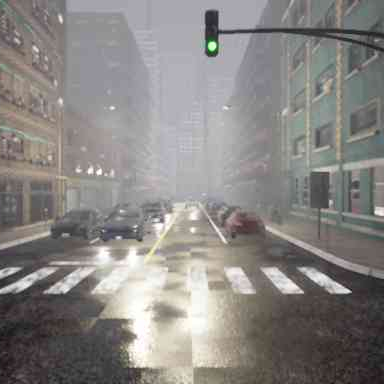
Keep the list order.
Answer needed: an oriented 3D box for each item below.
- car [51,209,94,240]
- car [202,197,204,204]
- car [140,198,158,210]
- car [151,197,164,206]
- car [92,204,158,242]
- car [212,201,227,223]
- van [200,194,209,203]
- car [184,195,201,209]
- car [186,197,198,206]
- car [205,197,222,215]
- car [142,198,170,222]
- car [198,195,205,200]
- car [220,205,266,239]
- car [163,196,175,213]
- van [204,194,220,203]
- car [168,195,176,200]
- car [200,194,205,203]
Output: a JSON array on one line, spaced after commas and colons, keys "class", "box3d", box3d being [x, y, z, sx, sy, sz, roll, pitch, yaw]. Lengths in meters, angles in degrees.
[{"class": "car", "box3d": [-5.700, 1.567, 17.182, 1.947, 1.339, 4.313, 0, 0, 0]}, {"class": "car", "box3d": [2.678, 1.579, 44.789, 1.947, 1.339, 4.313, 0, 0, 0]}, {"class": "car", "box3d": [-5.704, 1.557, 44.800, 1.887, 1.381, 4.507, 0, 0, 0]}, {"class": "car", "box3d": [-5.705, 1.601, 55.847, 1.802, 1.307, 4.206, 0, 0, 0]}, {"class": "car", "box3d": [-3.104, 1.549, 16.690, 2.033, 1.411, 5.357, 0, 0, 0]}, {"class": "car", "box3d": [2.681, 1.569, 22.695, 1.947, 1.339, 4.313, 0, 0, 0]}, {"class": "van", "box3d": [2.672, 1.373, 72.406, 1.690, 1.788, 3.998, -1, 0, 0]}, {"class": "car", "box3d": [-0.007, 1.540, 46.627, 1.812, 1.442, 4.674, 0, 0, 0]}, {"class": "car", "box3d": [-0.008, 1.621, 56.663, 1.895, 1.301, 4.718, 0, 0, 0]}, {"class": "car", "box3d": [2.679, 1.552, 33.742, 1.887, 1.381, 4.507, 0, 0, 0]}, {"class": "car", "box3d": [-3.102, 1.509, 26.809, 1.837, 1.490, 4.892, 0, 0, 0]}, {"class": "car", "box3d": [2.671, 1.603, 94.499, 2.008, 1.369, 4.403, -1, 0, 0]}, {"class": "car", "box3d": [2.681, 1.584, 17.171, 1.802, 1.307, 4.206, 0, 0, 0]}, {"class": "car", "box3d": [-3.093, 1.500, 37.253, 2.128, 1.511, 4.902, 0, 0, 0]}, {"class": "van", "box3d": [2.677, 1.351, 39.265, 1.690, 1.788, 3.998, 0, 0, 0]}, {"class": "car", "box3d": [-5.710, 1.596, 94.511, 1.887, 1.381, 4.507, 0, 0, 0]}, {"class": "car", "box3d": [2.675, 1.549, 61.529, 1.752, 1.417, 4.829, 0, 0, 0]}]
